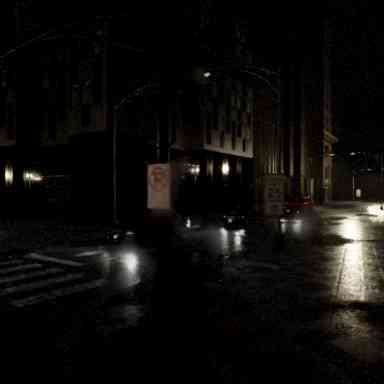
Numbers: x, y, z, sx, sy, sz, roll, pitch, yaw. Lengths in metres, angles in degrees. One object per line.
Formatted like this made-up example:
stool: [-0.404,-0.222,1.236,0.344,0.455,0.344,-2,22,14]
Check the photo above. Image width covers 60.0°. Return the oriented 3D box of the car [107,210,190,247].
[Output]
car: [-1.958,1.695,16.347,1.837,1.490,4.892,0,0,34]

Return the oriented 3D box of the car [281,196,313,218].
car: [10.913,1.483,34.567,2.150,2.045,5.566,0,0,35]

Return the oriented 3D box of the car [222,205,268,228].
car: [4.031,1.718,24.823,2.128,1.511,4.902,0,0,35]
